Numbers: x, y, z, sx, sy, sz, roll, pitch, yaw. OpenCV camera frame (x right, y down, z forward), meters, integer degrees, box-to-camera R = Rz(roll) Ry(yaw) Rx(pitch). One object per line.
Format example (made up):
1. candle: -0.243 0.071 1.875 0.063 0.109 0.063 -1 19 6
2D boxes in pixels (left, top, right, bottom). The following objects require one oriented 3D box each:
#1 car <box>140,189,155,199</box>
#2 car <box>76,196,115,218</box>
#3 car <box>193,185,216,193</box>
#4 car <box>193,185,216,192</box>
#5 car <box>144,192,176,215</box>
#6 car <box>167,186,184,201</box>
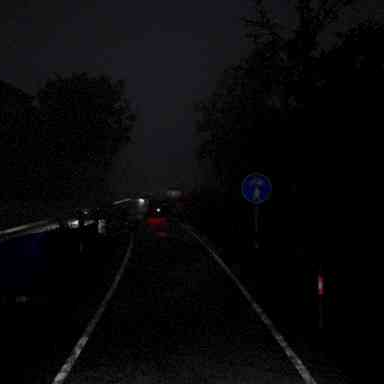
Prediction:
1. car: -6.699 0.268 51.284 1.812 1.442 4.674 0 2 2
2. car: -7.316 1.112 25.554 2.128 1.511 4.902 0 2 2
3. car: 3.359 -0.817 87.705 5.566 2.045 2.435 0 1 -21
4. car: 3.439 -0.793 84.777 5.566 2.045 2.435 0 0 -20
5. car: -2.600 1.043 27.723 1.837 1.490 4.892 -1 2 -1
6. car: -2.397 0.105 46.894 2.150 2.045 5.566 0 2 1
